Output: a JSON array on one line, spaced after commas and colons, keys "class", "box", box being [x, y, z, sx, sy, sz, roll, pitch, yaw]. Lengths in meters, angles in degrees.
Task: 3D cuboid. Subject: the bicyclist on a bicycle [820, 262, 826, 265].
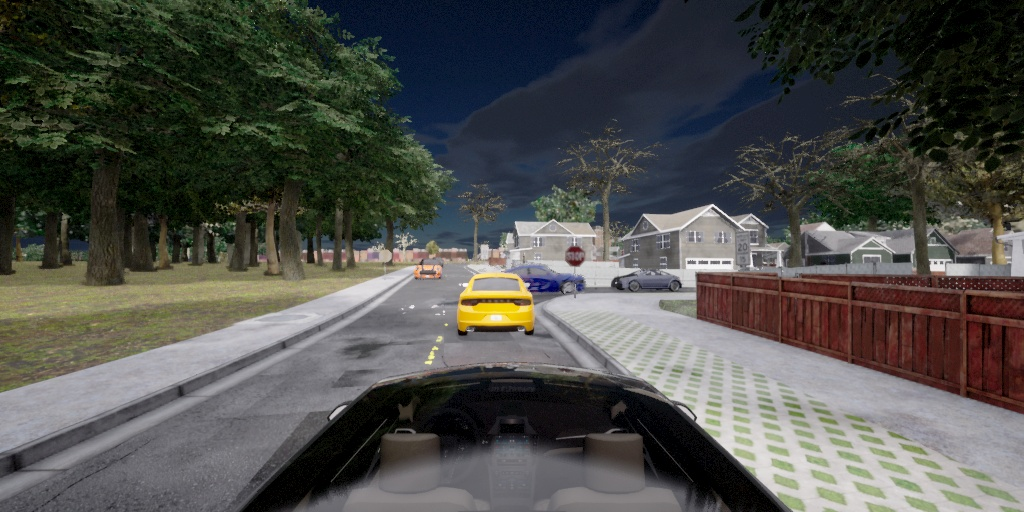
[{"class": "bicyclist on a bicycle", "box": [15.825, 1.106, 18.012, 0.582, 1.620, 1.656, 1, -3, -10]}]

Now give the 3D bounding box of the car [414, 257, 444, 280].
[{"class": "car", "box": [-6.957, 1.000, 29.989, 2.097, 1.767, 4.553, 0, 0, -11]}]

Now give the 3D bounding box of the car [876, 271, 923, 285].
[{"class": "car", "box": [27.198, 1.762, 26.015, 4.892, 1.490, 1.837, 1, -3, -10]}]

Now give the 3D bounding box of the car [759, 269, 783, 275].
[{"class": "car", "box": [16.957, 1.617, 24.154, 4.674, 1.442, 1.812, 1, -3, -10]}]

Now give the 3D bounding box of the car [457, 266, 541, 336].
[{"class": "car", "box": [-0.464, 1.226, 10.491, 1.882, 1.535, 5.008, 0, 0, -3]}]

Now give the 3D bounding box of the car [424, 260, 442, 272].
[{"class": "car", "box": [-9.388, 1.154, 42.846, 1.994, 1.385, 4.181, 0, 0, -11]}]

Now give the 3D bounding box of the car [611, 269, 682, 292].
[{"class": "car", "box": [8.423, 1.519, 22.593, 4.181, 1.385, 1.994, 1, -3, -9]}]

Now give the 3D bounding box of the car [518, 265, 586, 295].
[{"class": "car", "box": [1.226, 1.209, 18.411, 5.008, 1.535, 1.882, -1, 0, 9]}]
